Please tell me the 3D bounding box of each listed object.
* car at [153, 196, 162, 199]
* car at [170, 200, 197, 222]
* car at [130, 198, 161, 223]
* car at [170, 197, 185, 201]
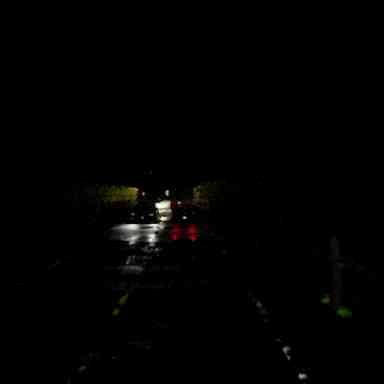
[{"bbox_3d":[-7.096,1.563,66.410,1.837,1.490,4.892,0,0,-7],"label":"car"},{"bbox_3d":[-0.653,1.601,26.718,1.895,1.301,4.718,0,0,-3],"label":"car"},{"bbox_3d":[-3.540,1.500,25.380,1.837,1.490,4.892,0,0,-3],"label":"car"},{"bbox_3d":[-1.704,1.374,42.158,2.097,1.767,4.553,0,0,-5],"label":"car"}]
